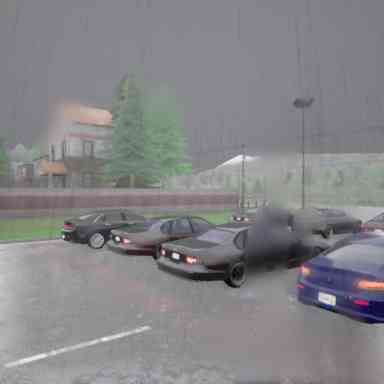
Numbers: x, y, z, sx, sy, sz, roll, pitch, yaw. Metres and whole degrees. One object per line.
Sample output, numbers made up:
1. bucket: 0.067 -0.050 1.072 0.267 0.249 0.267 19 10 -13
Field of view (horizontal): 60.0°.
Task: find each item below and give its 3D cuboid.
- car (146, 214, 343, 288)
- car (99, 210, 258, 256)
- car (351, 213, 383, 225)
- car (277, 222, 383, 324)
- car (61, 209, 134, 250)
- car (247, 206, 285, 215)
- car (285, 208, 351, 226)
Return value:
1. car: 1.665 1.545 9.230 5.357 1.411 2.033 0 0 -35
2. car: -0.337 1.545 12.103 5.357 1.411 2.033 0 0 -36
3. car: 9.188 1.558 14.596 4.181 1.385 1.994 0 0 -35
4. car: 4.012 1.523 6.600 4.674 1.442 1.812 0 0 -35
5. car: -3.069 1.503 14.460 4.892 1.490 1.837 0 0 -35
6. car: 4.654 1.542 19.961 5.357 1.411 2.033 0 0 -35
7. car: 7.161 1.558 17.455 4.181 1.385 1.994 0 0 -35
